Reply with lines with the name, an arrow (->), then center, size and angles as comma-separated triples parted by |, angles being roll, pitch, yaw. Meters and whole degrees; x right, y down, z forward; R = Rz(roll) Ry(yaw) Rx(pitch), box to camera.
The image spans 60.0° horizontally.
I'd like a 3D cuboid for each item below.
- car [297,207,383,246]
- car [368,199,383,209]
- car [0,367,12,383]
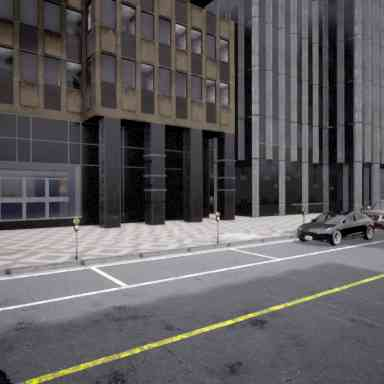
car -> 6.687, 1.565, 15.285 | 4.313, 1.339, 1.947 | 0, 0, -35
car -> 11.275, 1.314, 18.559 | 5.009, 1.841, 2.192 | 0, 0, -35
car -> -2.871, 1.564, 1.278 | 4.181, 1.385, 1.994 | 0, 0, -35
